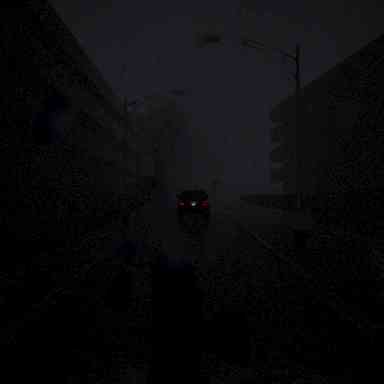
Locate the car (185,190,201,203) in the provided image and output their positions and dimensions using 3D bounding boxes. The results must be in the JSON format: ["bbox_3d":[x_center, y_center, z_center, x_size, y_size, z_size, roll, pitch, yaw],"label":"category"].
[{"bbox_3d":[0.124,0.495,42.908,1.882,1.535,5.008,0,1,0],"label":"car"}]

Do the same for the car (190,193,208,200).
[{"bbox_3d":[1.992,1.348,95.506,2.435,2.045,5.566,1,-2,-30],"label":"car"}]

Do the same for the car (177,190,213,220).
[{"bbox_3d":[0.104,0.815,24.295,2.150,2.045,5.566,0,2,0],"label":"car"}]
